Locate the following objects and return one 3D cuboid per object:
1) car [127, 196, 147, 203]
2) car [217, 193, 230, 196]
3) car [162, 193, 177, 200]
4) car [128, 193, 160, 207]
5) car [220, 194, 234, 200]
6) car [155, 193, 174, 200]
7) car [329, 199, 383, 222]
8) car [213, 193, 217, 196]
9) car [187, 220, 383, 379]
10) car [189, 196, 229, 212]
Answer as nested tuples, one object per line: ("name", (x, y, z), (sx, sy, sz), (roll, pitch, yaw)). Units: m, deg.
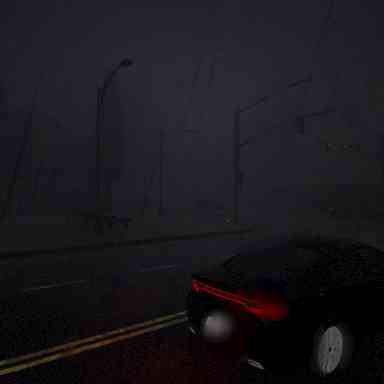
("car", (-11.706, 1.540, 70.537), (2.033, 1.411, 5.357), (0, 0, -35))
("car", (7.736, 1.395, 68.753), (3.806, 1.475, 1.970), (0, 0, -37))
("car", (-5.687, 1.156, 86.834), (3.866, 1.878, 1.905), (0, 0, -37))
("car", (-7.802, 1.219, 52.637), (2.150, 2.045, 5.566), (0, 0, -35))
("car", (9.960, 1.395, 95.055), (3.806, 1.475, 1.970), (0, 0, -37))
("car", (-7.366, 1.153, 89.192), (4.605, 1.855, 1.932), (0, 0, -37))
("car", (12.911, 1.351, 25.186), (4.553, 1.767, 2.097), (0, 0, 40))
("car", (6.022, 1.156, 71.086), (3.866, 1.878, 1.905), (0, 0, -37))
("car", (2.241, 1.478, 5.607), (5.008, 1.535, 1.882), (0, 0, -37))
("car", (2.254, 1.492, 38.279), (2.128, 1.511, 4.902), (0, 0, -35))
